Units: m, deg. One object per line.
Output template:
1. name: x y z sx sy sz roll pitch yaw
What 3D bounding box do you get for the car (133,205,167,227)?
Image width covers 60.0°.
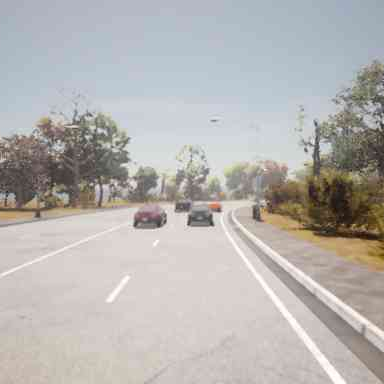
1. car: -2.895 1.615 23.571 1.812 1.442 4.674 0 0 3

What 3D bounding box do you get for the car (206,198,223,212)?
1. car: 2.643 1.516 41.581 2.097 1.767 4.553 0 0 9

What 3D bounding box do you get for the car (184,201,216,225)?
1. car: 0.671 1.621 24.779 1.812 1.442 4.674 0 0 3

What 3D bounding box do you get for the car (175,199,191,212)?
1. car: -0.831 1.639 42.132 1.882 1.535 5.008 0 0 10
